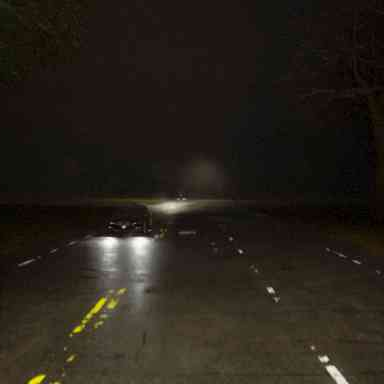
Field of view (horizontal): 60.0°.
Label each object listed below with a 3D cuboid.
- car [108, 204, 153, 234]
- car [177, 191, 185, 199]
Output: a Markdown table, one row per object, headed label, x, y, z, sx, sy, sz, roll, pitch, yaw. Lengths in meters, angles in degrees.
| label | x | y | z | sx | sy | sz | roll | pitch | yaw |
| --- | --- | --- | --- | --- | --- | --- | --- | --- | --- |
| car | -3.371 | 1.489 | 18.930 | 1.837 | 1.490 | 4.892 | 0 | 0 | 0 |
| car | -3.055 | 0.791 | 94.356 | 2.150 | 2.045 | 5.566 | 0 | 0 | 0 |
